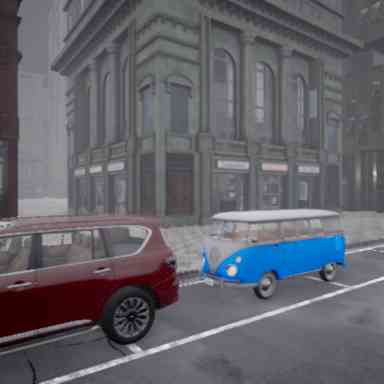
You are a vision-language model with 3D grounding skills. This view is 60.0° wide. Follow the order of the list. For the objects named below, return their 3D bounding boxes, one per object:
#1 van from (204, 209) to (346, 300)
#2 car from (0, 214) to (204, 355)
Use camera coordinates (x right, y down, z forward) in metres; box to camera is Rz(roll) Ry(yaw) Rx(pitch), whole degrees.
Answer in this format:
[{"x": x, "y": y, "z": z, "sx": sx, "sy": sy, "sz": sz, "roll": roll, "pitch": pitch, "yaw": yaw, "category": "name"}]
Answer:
[{"x": 2.068, "y": 1.338, "z": 8.127, "sx": 3.998, "sy": 1.788, "sz": 1.690, "roll": 0, "pitch": 0, "yaw": -36, "category": "van"}, {"x": -2.520, "y": 1.315, "z": 4.854, "sx": 5.009, "sy": 1.841, "sz": 2.192, "roll": 0, "pitch": 0, "yaw": -36, "category": "car"}]
